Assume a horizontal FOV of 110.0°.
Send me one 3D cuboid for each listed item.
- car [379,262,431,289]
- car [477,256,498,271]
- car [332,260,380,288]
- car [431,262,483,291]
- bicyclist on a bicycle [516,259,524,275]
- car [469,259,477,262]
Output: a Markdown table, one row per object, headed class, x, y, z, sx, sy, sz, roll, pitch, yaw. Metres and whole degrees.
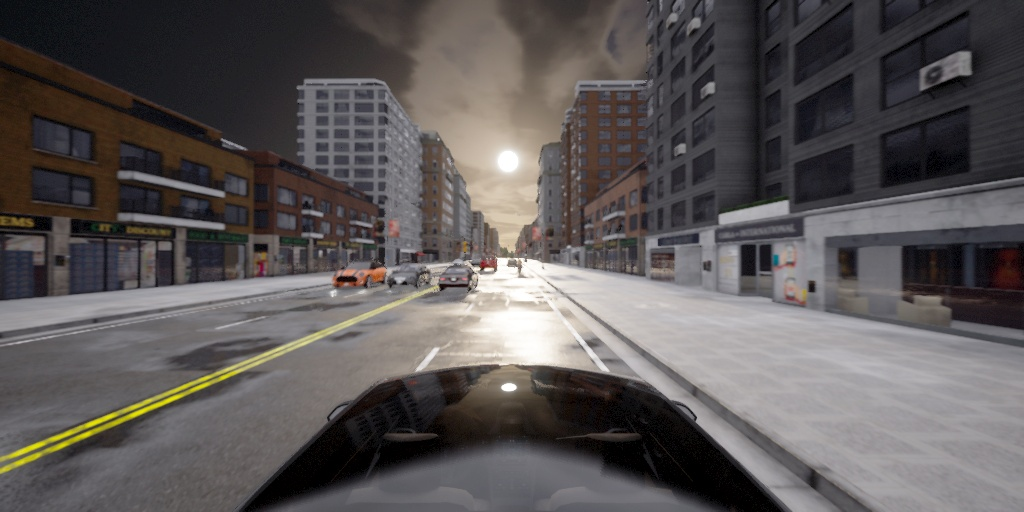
| class | x | y | z | sx | sy | sz | roll | pitch | yaw |
| --- | --- | --- | --- | --- | --- | --- | --- | --- | --- |
| car | -6.585 | 1.244 | 23.456 | 2.128 | 1.511 | 4.902 | 0 | 0 | 0 |
| car | -3.126 | 0.978 | 49.551 | 2.150 | 2.045 | 5.566 | 0 | 0 | 0 |
| car | -9.837 | 1.104 | 23.525 | 2.097 | 1.767 | 4.553 | 0 | 0 | 0 |
| car | -3.141 | 1.300 | 21.788 | 2.033 | 1.411 | 5.357 | 0 | 0 | 0 |
| bicyclist on a bicycle | 0.895 | 1.191 | 38.495 | 0.866 | 1.612 | 1.509 | 0 | 0 | 0 |
| car | -6.487 | 1.260 | 64.774 | 1.837 | 1.490 | 4.892 | 0 | 0 | 1 |
